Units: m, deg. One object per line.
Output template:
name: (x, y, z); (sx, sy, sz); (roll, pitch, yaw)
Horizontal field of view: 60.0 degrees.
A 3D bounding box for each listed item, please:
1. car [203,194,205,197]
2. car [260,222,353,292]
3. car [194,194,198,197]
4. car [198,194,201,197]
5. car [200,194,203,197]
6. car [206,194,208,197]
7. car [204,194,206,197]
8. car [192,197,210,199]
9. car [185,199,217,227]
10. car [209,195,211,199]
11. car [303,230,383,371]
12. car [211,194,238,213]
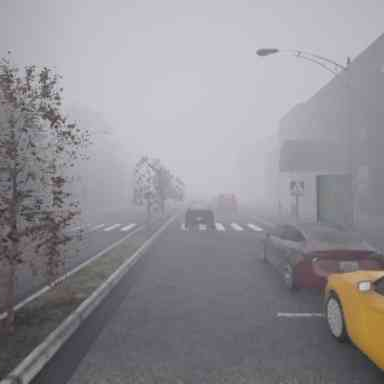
car: (3.900, 1.476, 70.085); (2.002, 1.452, 4.674); (0, 0, -1)
car: (3.160, 1.517, 8.949); (2.163, 1.488, 4.792); (0, 0, 1)
car: (2.685, 1.378, 92.299); (2.231, 1.521, 4.892); (0, 0, -4)
car: (3.446, 1.284, 81.179); (2.185, 1.767, 4.553); (0, 0, -3)
car: (3.718, 1.453, 75.686); (2.163, 1.488, 4.792); (0, 0, -2)
car: (4.085, 1.485, 58.873); (2.163, 1.488, 4.792); (0, 0, 0)
car: (4.027, 1.476, 64.558); (2.163, 1.488, 4.792); (0, 0, -1)
car: (0.886, 1.591, 41.277); (1.895, 1.301, 4.718); (0, 0, 1)
car: (0.505, 1.482, 22.921); (1.882, 1.535, 5.008); (0, 0, 1)
car: (3.970, 1.469, 47.724); (2.231, 1.521, 4.892); (0, 0, 1)
car: (3.070, 1.486, 3.451); (2.097, 1.535, 5.008); (0, 0, 1)
car: (3.740, 1.227, 36.669); (2.435, 2.045, 5.566); (0, 0, 1)
